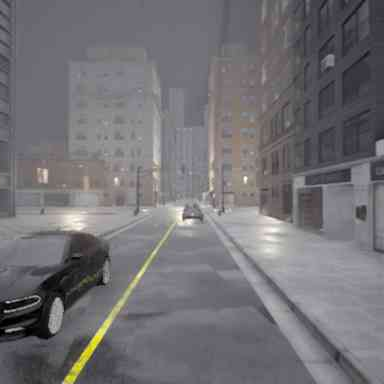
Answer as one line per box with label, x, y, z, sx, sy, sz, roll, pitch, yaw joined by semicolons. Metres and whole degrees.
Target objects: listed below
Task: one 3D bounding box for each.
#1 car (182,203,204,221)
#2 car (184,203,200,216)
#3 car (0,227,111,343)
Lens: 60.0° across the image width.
car;0.087;2.005;31.618;1.994;1.385;4.181;0;-1;1
car;-0.071;2.104;41.393;1.812;1.442;4.674;0;-1;-1
car;-3.102;1.572;6.968;1.882;1.535;5.008;0;-1;0
